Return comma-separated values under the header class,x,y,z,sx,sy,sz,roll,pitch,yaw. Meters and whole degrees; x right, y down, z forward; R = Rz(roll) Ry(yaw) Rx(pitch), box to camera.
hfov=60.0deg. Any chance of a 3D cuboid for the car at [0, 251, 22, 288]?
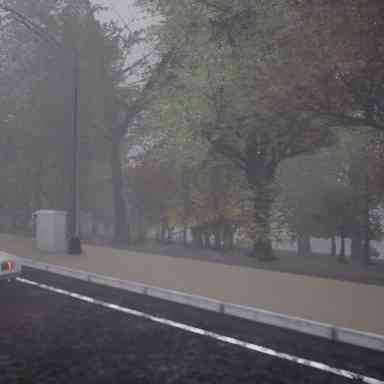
class,x,y,z,sx,sy,sz,roll,pitch,yaw
car,-6.252,1.683,8.177,4.718,1.301,1.895,0,-1,36
